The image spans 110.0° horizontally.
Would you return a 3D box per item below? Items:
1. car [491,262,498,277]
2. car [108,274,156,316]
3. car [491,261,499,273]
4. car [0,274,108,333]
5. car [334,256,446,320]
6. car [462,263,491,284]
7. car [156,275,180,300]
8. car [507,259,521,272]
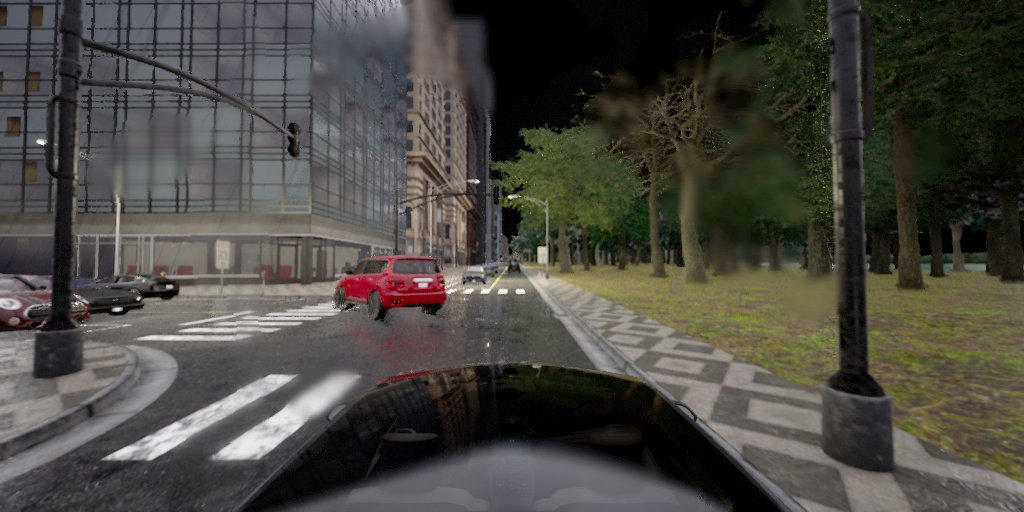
[{"bbox_3d":[-2.907,1.632,39.562,1.994,1.385,4.181,0,-1,1],"label":"car"},{"bbox_3d":[-15.375,1.350,11.851,5.357,1.411,2.033,0,-2,6],"label":"car"},{"bbox_3d":[-2.799,1.717,50.184,2.033,1.411,5.357,0,-1,0],"label":"car"},{"bbox_3d":[-13.507,1.153,9.105,4.097,1.591,1.967,0,0,-1],"label":"car"},{"bbox_3d":[-4.572,1.052,13.131,2.150,2.045,5.566,3,-3,-42],"label":"car"},{"bbox_3d":[-2.997,1.521,29.519,2.033,1.411,5.357,0,-1,-3],"label":"car"},{"bbox_3d":[-18.938,1.556,17.640,4.313,1.339,1.948,0,0,0],"label":"car"},{"bbox_3d":[0.323,1.704,56.139,1.882,1.535,5.008,0,-1,0],"label":"car"}]
